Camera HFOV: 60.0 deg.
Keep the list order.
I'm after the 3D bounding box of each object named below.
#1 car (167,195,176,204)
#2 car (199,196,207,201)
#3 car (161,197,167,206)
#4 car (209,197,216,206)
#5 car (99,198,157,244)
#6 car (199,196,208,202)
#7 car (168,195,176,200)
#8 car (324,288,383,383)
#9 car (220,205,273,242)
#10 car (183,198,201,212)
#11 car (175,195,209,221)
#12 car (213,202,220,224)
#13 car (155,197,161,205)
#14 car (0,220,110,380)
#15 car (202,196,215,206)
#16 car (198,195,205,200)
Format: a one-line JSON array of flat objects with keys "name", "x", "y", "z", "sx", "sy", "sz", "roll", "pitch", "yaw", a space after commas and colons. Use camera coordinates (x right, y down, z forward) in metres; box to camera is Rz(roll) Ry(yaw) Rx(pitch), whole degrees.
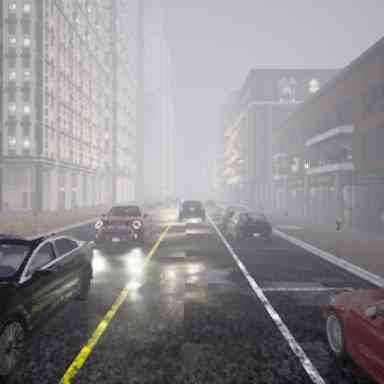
[{"name": "car", "x": -3.018, "y": 1.568, "z": 62.949, "sx": 2.033, "sy": 1.411, "sz": 5.357, "roll": 0, "pitch": 0, "yaw": 1}, {"name": "car", "x": 2.695, "y": 1.604, "z": 83.846, "sx": 1.947, "sy": 1.339, "sz": 4.313, "roll": 0, "pitch": 0, "yaw": 0}, {"name": "car", "x": -5.687, "y": 1.560, "z": 55.603, "sx": 1.887, "sy": 1.381, "sz": 4.507, "roll": 0, "pitch": 0, "yaw": 0}, {"name": "car", "x": 2.694, "y": 1.594, "z": 49.954, "sx": 1.802, "sy": 1.307, "sz": 4.206, "roll": 0, "pitch": 0, "yaw": 0}, {"name": "car", "x": -3.088, "y": 1.354, "z": 15.734, "sx": 2.097, "sy": 1.767, "sz": 4.553, "roll": 0, "pitch": 0, "yaw": 0}, {"name": "car", "x": 2.694, "y": 1.558, "z": 78.367, "sx": 1.752, "sy": 1.417, "sz": 4.829, "roll": 0, "pitch": 0, "yaw": 0}, {"name": "car", "x": -5.686, "y": 1.601, "z": 95.142, "sx": 2.008, "sy": 1.369, "sz": 4.403, "roll": 0, "pitch": 0, "yaw": 0}, {"name": "car", "x": 2.742, "y": 1.582, "z": 3.146, "sx": 1.802, "sy": 1.307, "sz": 4.206, "roll": 0, "pitch": 0, "yaw": 0}, {"name": "car", "x": 2.692, "y": 1.552, "z": 16.063, "sx": 2.008, "sy": 1.369, "sz": 4.403, "roll": 0, "pitch": 0, "yaw": 0}, {"name": "car", "x": 0.052, "y": 1.555, "z": 40.912, "sx": 2.033, "sy": 1.411, "sz": 5.357, "roll": 0, "pitch": 0, "yaw": 1}, {"name": "car", "x": 0.014, "y": 1.355, "z": 26.902, "sx": 2.097, "sy": 1.767, "sz": 4.553, "roll": 0, "pitch": 0, "yaw": 0}, {"name": "car", "x": 2.693, "y": 1.553, "z": 21.711, "sx": 2.008, "sy": 1.369, "sz": 4.403, "roll": 0, "pitch": 0, "yaw": 0}, {"name": "car", "x": -5.687, "y": 1.560, "z": 44.306, "sx": 2.008, "sy": 1.369, "sz": 4.403, "roll": 0, "pitch": 0, "yaw": 0}, {"name": "car", "x": -3.095, "y": 1.492, "z": 5.531, "sx": 2.128, "sy": 1.511, "sz": 4.902, "roll": 0, "pitch": 0, "yaw": 0}, {"name": "car", "x": 2.694, "y": 1.456, "z": 55.603, "sx": 1.967, "sy": 1.590, "sz": 4.097, "roll": 0, "pitch": 0, "yaw": 0}, {"name": "car", "x": 2.694, "y": 1.601, "z": 95.143, "sx": 2.008, "sy": 1.369, "sz": 4.403, "roll": 0, "pitch": 0, "yaw": 0}]
